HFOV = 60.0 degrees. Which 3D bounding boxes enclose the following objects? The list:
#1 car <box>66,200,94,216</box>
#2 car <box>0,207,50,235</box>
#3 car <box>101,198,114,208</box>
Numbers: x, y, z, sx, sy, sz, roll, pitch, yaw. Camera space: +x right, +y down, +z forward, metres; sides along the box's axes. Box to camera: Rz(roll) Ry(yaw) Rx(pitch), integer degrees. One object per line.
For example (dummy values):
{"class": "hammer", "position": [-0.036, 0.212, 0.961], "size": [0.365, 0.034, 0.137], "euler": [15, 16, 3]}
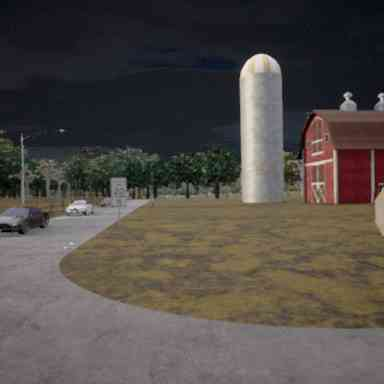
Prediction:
{"class": "car", "position": [-11.120, 1.575, 33.161], "size": [1.812, 1.442, 4.674], "euler": [-1, 0, -5]}
{"class": "car", "position": [-9.836, 1.585, 19.115], "size": [2.033, 1.411, 5.357], "euler": [-1, 0, -5]}
{"class": "car", "position": [-12.636, 1.623, 50.656], "size": [1.837, 1.490, 4.892], "euler": [-1, -1, -5]}
